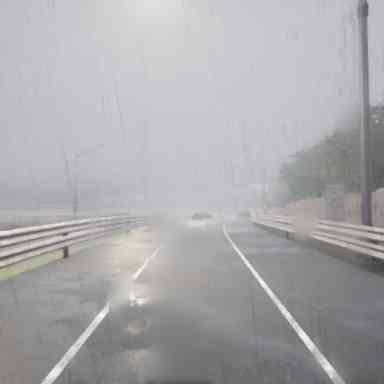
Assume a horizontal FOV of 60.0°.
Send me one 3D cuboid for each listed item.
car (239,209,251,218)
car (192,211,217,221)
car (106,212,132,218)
[{"bbox_3d":[12.296,4.992,77.270,2.150,2.045,5.566,-1,-3,18],"label":"car"},{"bbox_3d":[1.859,4.144,56.845,1.837,1.490,4.892,-1,-3,33],"label":"car"},{"bbox_3d":[-8.726,3.339,42.973,1.882,1.535,5.008,-2,-4,42],"label":"car"}]
